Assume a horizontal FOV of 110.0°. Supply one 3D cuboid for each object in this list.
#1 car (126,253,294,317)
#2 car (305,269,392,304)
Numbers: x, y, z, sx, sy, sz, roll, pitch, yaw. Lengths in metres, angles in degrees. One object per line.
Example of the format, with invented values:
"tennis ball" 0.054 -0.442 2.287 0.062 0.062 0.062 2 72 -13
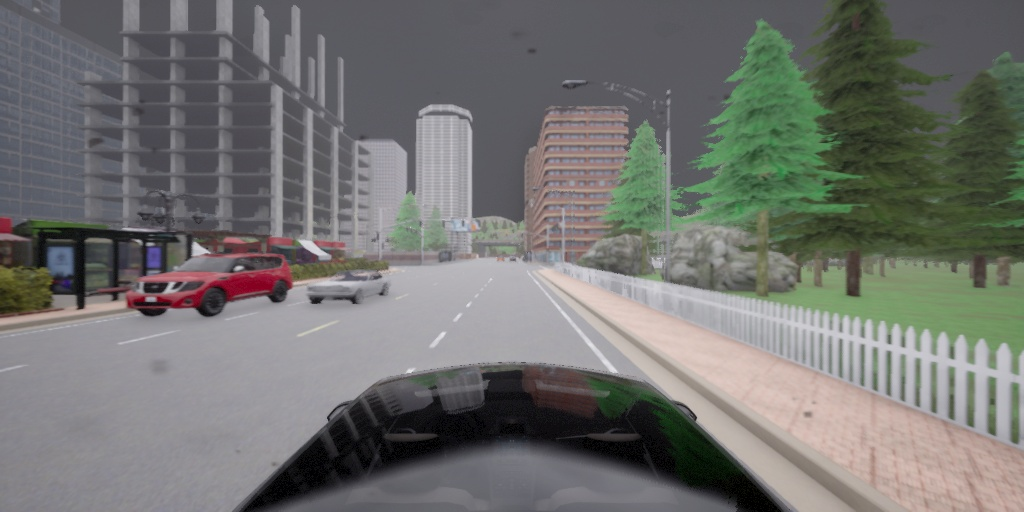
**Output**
"car" -10.572 0.909 13.279 2.150 2.045 5.566 0 0 0
"car" -6.980 1.287 15.849 1.895 1.301 4.718 0 0 0
